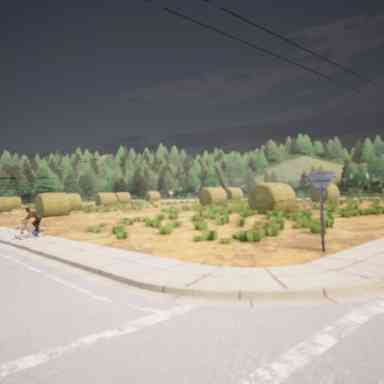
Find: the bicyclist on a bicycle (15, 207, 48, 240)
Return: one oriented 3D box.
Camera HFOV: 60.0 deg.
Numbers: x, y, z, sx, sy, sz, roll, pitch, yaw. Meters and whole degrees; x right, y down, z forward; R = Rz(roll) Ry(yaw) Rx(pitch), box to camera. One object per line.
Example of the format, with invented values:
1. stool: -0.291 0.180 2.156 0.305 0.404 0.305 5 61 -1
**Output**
1. bicyclist on a bicycle: -8.294 1.605 17.207 1.656 1.620 0.582 -3 0 -43
